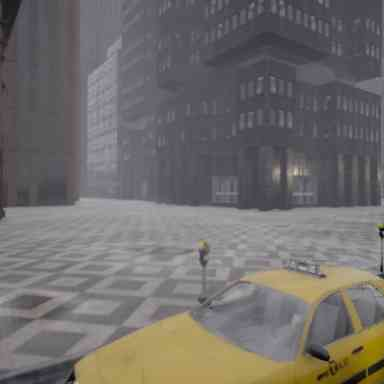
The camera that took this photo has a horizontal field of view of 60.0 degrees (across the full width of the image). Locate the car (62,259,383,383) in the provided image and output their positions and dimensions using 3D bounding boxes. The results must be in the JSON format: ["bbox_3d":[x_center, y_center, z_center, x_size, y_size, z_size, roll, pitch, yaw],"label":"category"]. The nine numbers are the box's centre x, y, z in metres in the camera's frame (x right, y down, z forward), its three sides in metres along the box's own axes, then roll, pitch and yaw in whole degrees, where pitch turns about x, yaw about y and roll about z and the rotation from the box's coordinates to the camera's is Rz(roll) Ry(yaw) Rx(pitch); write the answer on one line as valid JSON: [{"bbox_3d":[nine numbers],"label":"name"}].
[{"bbox_3d":[1.085,1.503,3.715,4.829,1.417,1.752,0,0,-35],"label":"car"}]
